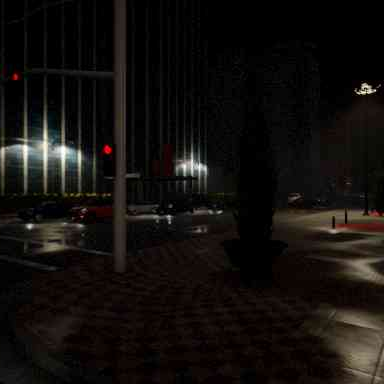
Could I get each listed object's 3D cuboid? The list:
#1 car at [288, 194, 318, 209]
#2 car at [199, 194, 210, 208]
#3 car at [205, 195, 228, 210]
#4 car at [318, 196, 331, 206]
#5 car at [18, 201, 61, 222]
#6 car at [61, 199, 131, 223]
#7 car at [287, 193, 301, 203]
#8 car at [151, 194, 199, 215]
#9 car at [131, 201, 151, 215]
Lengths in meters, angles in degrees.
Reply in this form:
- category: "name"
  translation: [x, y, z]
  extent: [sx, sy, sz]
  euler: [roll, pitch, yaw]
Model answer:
- category: "car"
  translation: [15.332, 1.478, 45.879]
  extent: [1.882, 1.535, 5.008]
  euler: [0, 0, 35]
- category: "car"
  translation: [0.610, 1.221, 43.445]
  extent: [2.150, 2.045, 5.566]
  euler: [0, 0, 35]
- category: "car"
  translation: [4.179, 1.492, 42.442]
  extent: [2.128, 1.511, 4.902]
  euler: [0, 0, 35]
- category: "car"
  translation: [21.294, 1.352, 54.431]
  extent: [2.097, 1.767, 4.553]
  euler: [0, 0, 35]
- category: "car"
  translation: [-11.190, 1.478, 26.550]
  extent: [1.882, 1.535, 5.008]
  euler: [0, 0, 35]
- category: "car"
  translation: [-7.355, 1.352, 25.927]
  extent: [2.097, 1.767, 4.553]
  euler: [0, 0, 35]
- category: "car"
  translation: [17.618, 1.221, 55.281]
  extent: [2.150, 2.045, 5.566]
  euler: [0, 0, 35]
- category: "car"
  translation: [-1.663, 1.352, 34.086]
  extent: [2.097, 1.767, 4.553]
  euler: [0, 0, 35]
- category: "car"
  translation: [-5.525, 1.601, 34.674]
  extent: [1.895, 1.301, 4.718]
  euler: [0, 0, 35]
